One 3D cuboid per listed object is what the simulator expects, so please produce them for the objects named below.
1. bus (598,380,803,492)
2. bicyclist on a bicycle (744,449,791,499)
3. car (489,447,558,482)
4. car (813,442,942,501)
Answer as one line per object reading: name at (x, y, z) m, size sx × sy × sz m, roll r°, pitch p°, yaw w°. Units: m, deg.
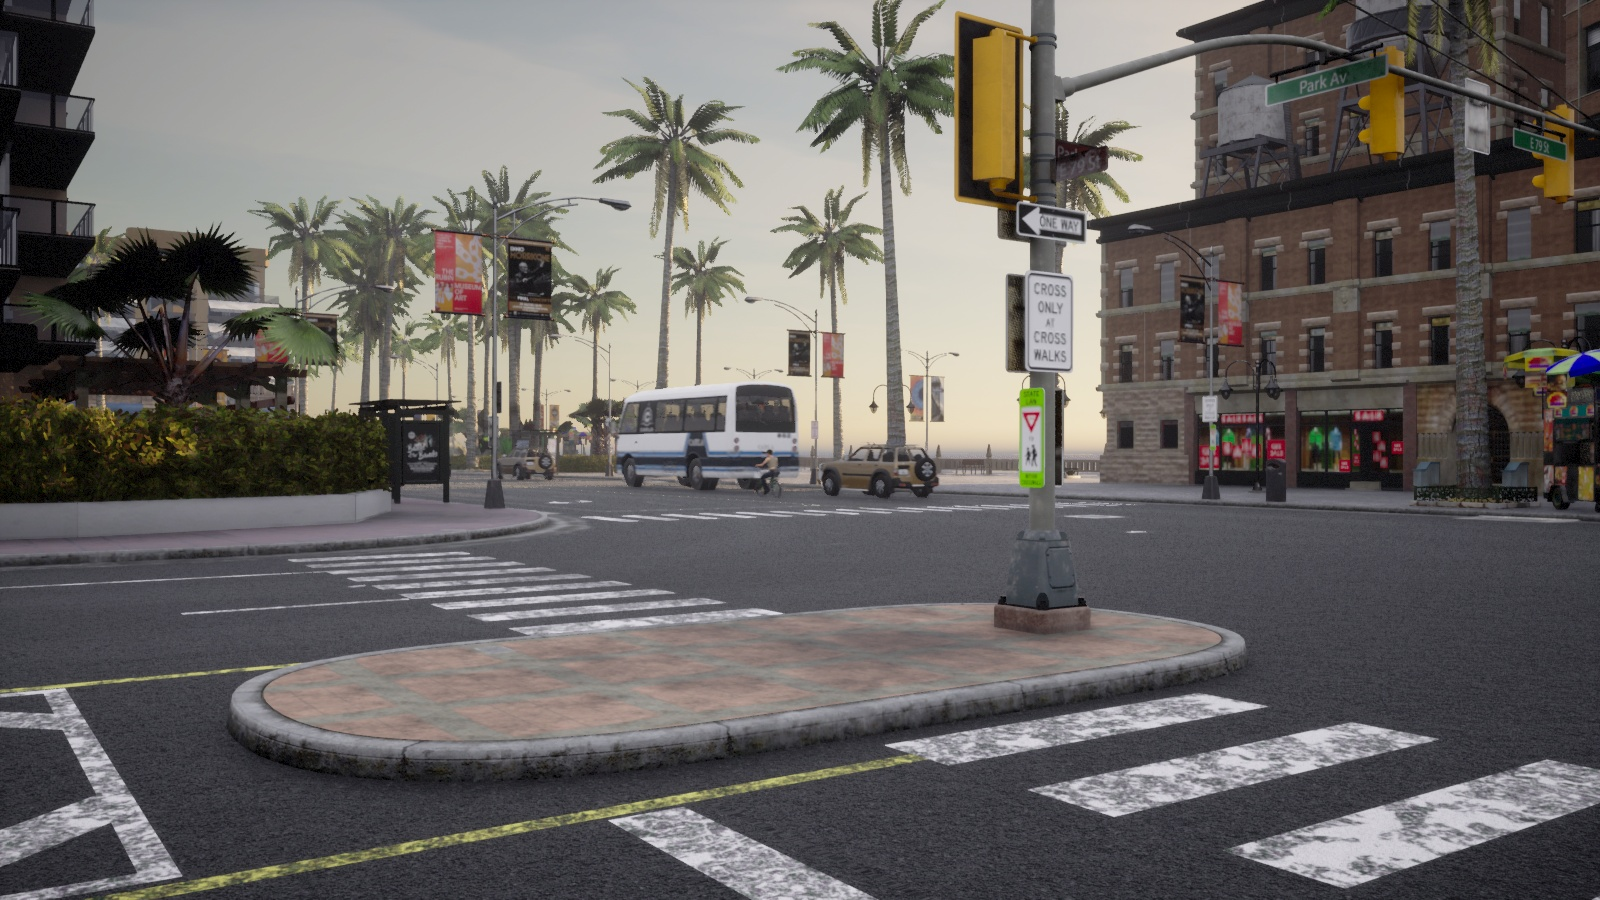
bus at (-4.433, -0.493, 52.715) m, size 3.944 × 4.253 × 10.273 m, roll 0°, pitch 0°, yaw -35°
bicyclist on a bicycle at (-1.076, 0.785, 41.553) m, size 0.866 × 1.612 × 1.509 m, roll 0°, pitch 0°, yaw -35°
car at (-15.009, 0.760, 67.995) m, size 1.932 × 1.855 × 4.605 m, roll 0°, pitch 0°, yaw -36°
car at (2.557, 0.663, 42.437) m, size 1.932 × 1.855 × 4.605 m, roll 0°, pitch 1°, yaw -34°
